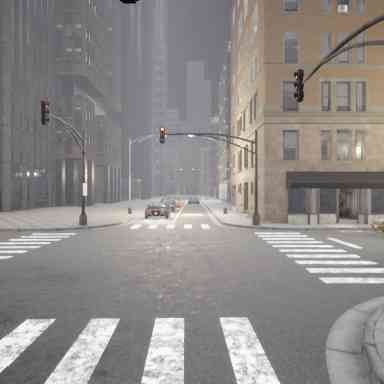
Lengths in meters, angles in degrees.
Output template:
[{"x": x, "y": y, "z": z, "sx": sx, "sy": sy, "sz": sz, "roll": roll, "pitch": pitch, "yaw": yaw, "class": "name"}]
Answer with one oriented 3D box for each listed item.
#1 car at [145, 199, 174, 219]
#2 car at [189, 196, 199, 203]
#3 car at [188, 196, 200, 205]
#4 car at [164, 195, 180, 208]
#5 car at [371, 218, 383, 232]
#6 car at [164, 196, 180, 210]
[{"x": -2.978, "y": 1.573, "z": 29.414, "sx": 1.994, "sy": 1.385, "sz": 4.181, "roll": 0, "pitch": 0, "yaw": 0, "class": "car"}, {"x": 0.376, "y": 1.545, "z": 69.892, "sx": 1.994, "sy": 1.385, "sz": 4.181, "roll": 0, "pitch": 0, "yaw": 0, "class": "car"}, {"x": 0.340, "y": 1.569, "z": 59.943, "sx": 1.994, "sy": 1.385, "sz": 4.181, "roll": 0, "pitch": 0, "yaw": 0, "class": "car"}, {"x": -2.886, "y": 1.368, "z": 49.167, "sx": 2.097, "sy": 1.767, "sz": 4.553, "roll": 0, "pitch": 0, "yaw": 0, "class": "car"}, {"x": 12.186, "y": 1.519, "z": 17.717, "sx": 4.829, "sy": 1.417, "sz": 1.752, "roll": 0, "pitch": 0, "yaw": -1, "class": "car"}, {"x": -2.932, "y": 1.505, "z": 39.268, "sx": 2.128, "sy": 1.511, "sz": 4.902, "roll": 0, "pitch": 0, "yaw": 0, "class": "car"}]
